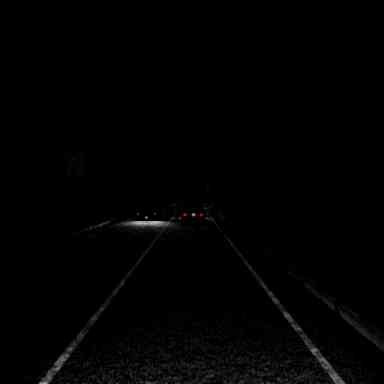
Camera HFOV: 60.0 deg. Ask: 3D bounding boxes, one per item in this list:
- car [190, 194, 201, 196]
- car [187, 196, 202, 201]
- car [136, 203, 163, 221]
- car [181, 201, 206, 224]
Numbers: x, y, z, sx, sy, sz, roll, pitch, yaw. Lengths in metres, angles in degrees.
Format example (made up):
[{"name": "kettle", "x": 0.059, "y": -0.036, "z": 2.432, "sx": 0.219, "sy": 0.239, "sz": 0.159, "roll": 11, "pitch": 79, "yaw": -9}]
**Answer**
[{"name": "car", "x": 0.552, "y": 1.461, "z": 69.167, "sx": 2.150, "sy": 2.045, "sz": 5.566, "roll": -1, "pitch": 0, "yaw": 14}, {"name": "car", "x": 0.433, "y": 1.622, "z": 42.796, "sx": 2.128, "sy": 1.511, "sz": 4.902, "roll": 0, "pitch": 0, "yaw": 3}, {"name": "car", "x": -3.591, "y": 1.644, "z": 28.903, "sx": 2.033, "sy": 1.411, "sz": 5.357, "roll": 0, "pitch": 0, "yaw": 0}, {"name": "car", "x": 0.099, "y": 1.633, "z": 25.554, "sx": 2.033, "sy": 1.411, "sz": 5.357, "roll": 0, "pitch": 0, "yaw": 0}]
